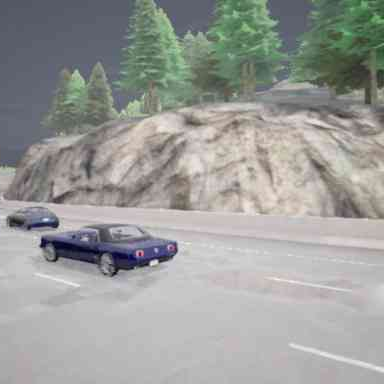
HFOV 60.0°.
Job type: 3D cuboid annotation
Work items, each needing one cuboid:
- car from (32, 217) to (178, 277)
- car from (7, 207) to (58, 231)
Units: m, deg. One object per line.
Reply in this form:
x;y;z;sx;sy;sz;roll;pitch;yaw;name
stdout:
-2.790;1.633;10.385;4.718;1.301;1.895;0;0;37;car
-10.177;1.618;21.193;4.181;1.385;1.994;0;0;43;car
